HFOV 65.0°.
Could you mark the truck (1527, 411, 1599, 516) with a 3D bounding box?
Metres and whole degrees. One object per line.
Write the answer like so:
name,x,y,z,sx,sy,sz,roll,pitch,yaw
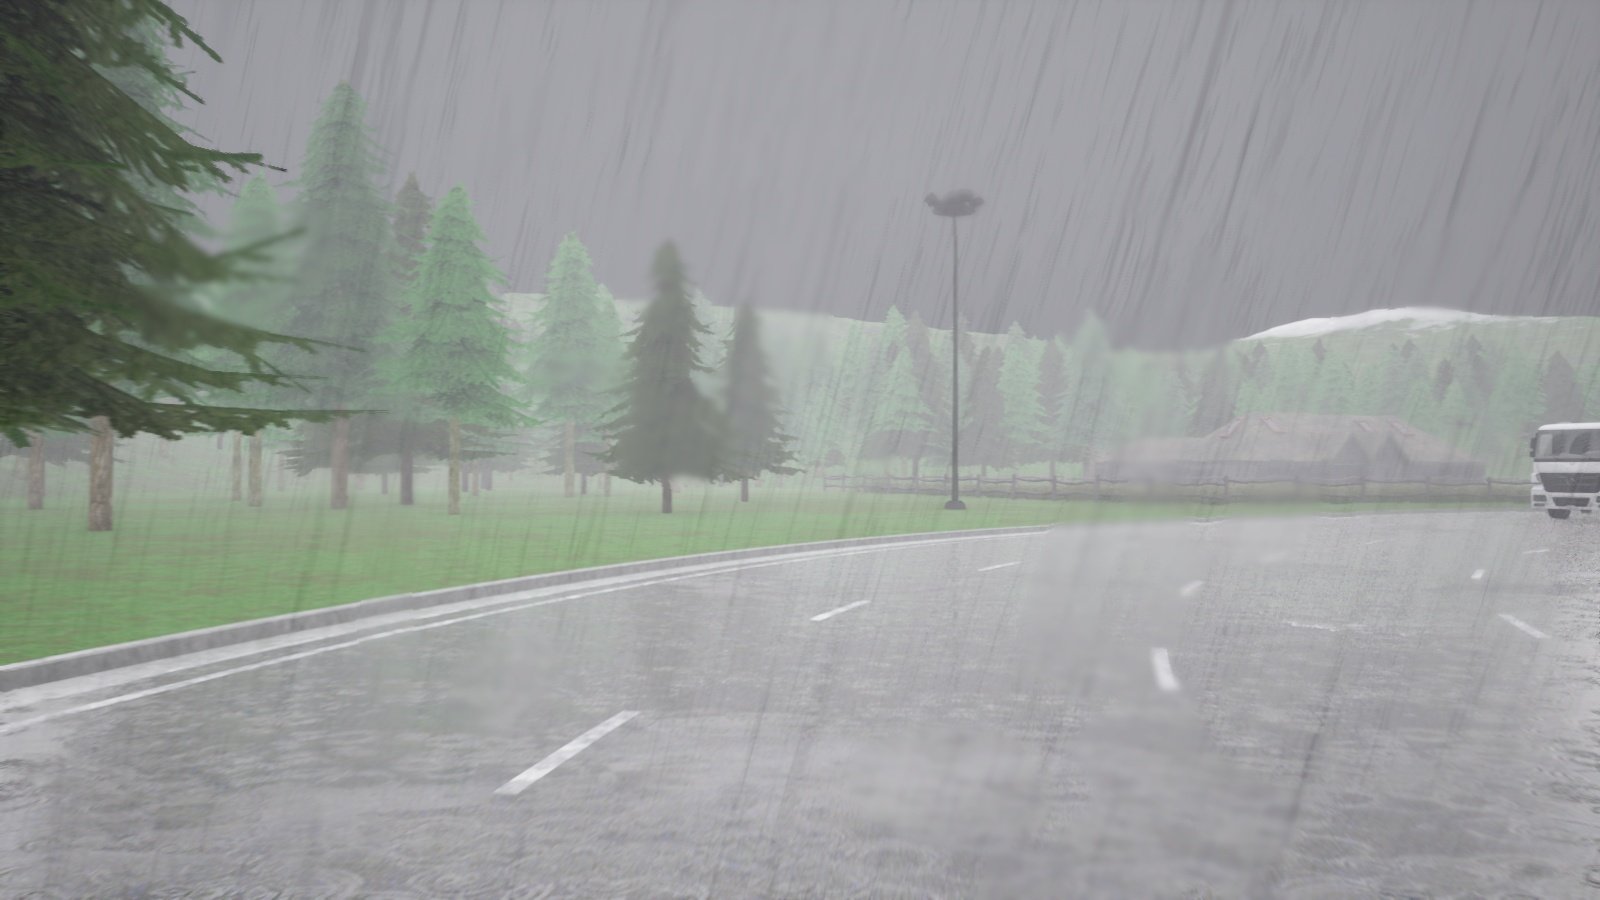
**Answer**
truck,29.412,0.491,44.570,7.936,3.462,2.891,0,-1,-33
